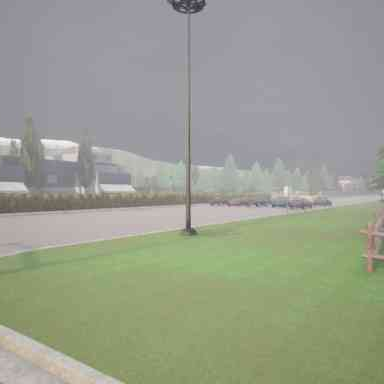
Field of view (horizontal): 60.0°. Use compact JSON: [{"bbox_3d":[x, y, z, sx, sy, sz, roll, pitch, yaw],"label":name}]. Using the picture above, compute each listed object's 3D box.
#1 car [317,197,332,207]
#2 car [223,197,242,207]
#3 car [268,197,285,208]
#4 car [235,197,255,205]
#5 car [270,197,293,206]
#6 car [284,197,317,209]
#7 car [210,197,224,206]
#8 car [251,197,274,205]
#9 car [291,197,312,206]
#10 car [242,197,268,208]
[{"bbox_3d":[20.640,1.552,52.620,2.033,1.411,5.357,0,0,36],"label":"car"},{"bbox_3d":[7.251,1.571,52.045,1.994,1.385,4.181,0,0,37],"label":"car"},{"bbox_3d":[13.167,1.569,48.273,1.994,1.385,4.181,0,0,37],"label":"car"},{"bbox_3d":[9.860,1.572,61.592,1.994,1.385,4.181,0,0,36],"label":"car"},{"bbox_3d":[15.497,1.554,57.441,2.033,1.411,5.357,0,0,36],"label":"car"},{"bbox_3d":[14.509,1.496,44.220,2.128,1.511,4.902,0,0,37],"label":"car"},{"bbox_3d":[4.755,1.513,54.557,1.837,1.490,4.892,0,0,37],"label":"car"},{"bbox_3d":[12.678,1.555,59.516,2.033,1.411,5.357,0,0,36],"label":"car"},{"bbox_3d":[18.333,1.606,55.390,1.895,1.301,4.718,0,0,36],"label":"car"},{"bbox_3d":[9.834,1.511,49.660,1.837,1.490,4.892,0,0,37],"label":"car"}]
